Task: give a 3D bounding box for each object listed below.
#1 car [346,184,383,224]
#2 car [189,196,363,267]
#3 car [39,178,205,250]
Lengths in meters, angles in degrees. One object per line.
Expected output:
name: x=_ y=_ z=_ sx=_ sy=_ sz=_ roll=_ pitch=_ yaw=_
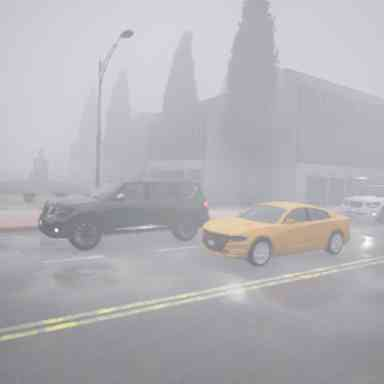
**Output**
car: x=11.126 y=0.602 z=19.445 sx=5.566 sy=2.045 sz=2.150 roll=-1 pitch=4 yaw=-33
car: x=2.603 y=1.039 z=9.850 sx=5.008 sy=1.535 sz=1.882 roll=0 pitch=4 yaw=-33
car: x=-1.990 y=0.542 z=11.033 sx=5.566 sy=2.045 sz=2.150 roll=0 pitch=4 yaw=-33
